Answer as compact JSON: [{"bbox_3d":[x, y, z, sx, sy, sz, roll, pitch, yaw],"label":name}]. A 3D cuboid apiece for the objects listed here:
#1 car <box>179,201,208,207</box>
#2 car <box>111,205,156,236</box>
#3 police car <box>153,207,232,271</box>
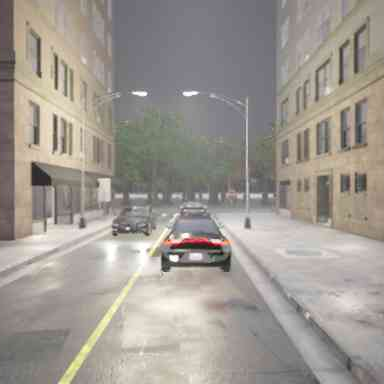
[{"bbox_3d":[0.111,1.428,24.236,2.128,1.511,4.902,0,0,0],"label":"car"},{"bbox_3d":[-2.993,1.474,17.948,1.837,1.490,4.892,0,0,0],"label":"car"},{"bbox_3d":[0.104,1.475,10.917,2.038,1.542,4.974,0,0,0],"label":"police car"}]
